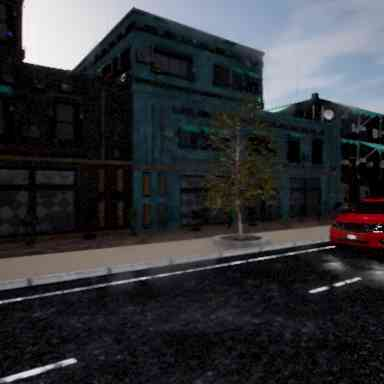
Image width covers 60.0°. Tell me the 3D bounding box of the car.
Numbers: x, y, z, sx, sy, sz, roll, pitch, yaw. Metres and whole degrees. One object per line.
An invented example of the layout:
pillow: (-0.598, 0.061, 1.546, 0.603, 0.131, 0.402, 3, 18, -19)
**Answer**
car: (7.861, 1.228, 13.284, 5.566, 2.045, 2.150, 0, 0, -35)
